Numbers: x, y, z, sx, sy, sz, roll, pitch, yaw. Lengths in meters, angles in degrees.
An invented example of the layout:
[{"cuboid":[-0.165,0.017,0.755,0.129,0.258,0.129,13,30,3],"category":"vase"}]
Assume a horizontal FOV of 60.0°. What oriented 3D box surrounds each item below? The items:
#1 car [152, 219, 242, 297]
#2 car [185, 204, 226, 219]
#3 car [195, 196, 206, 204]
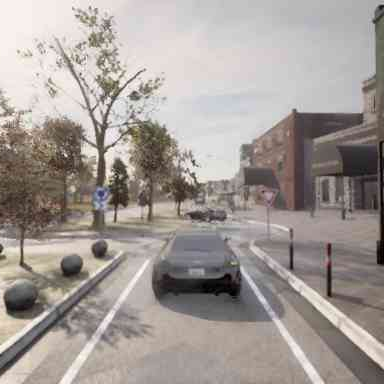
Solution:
[{"cuboid":[0.127,1.629,8.782,1.994,1.385,4.181,0,-1,1],"category":"car"},{"cuboid":[1.226,2.169,32.198,2.128,1.511,4.902,1,-2,-36],"category":"car"},{"cuboid":[1.707,2.157,73.780,1.837,1.490,4.892,0,0,3],"category":"car"}]
